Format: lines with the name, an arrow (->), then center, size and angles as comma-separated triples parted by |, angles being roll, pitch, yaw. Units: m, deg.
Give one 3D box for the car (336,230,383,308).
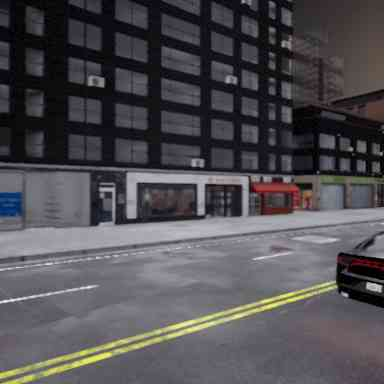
car -> 5.100, 1.457, 7.080 | 5.008, 1.535, 1.882 | 0, 0, -36
